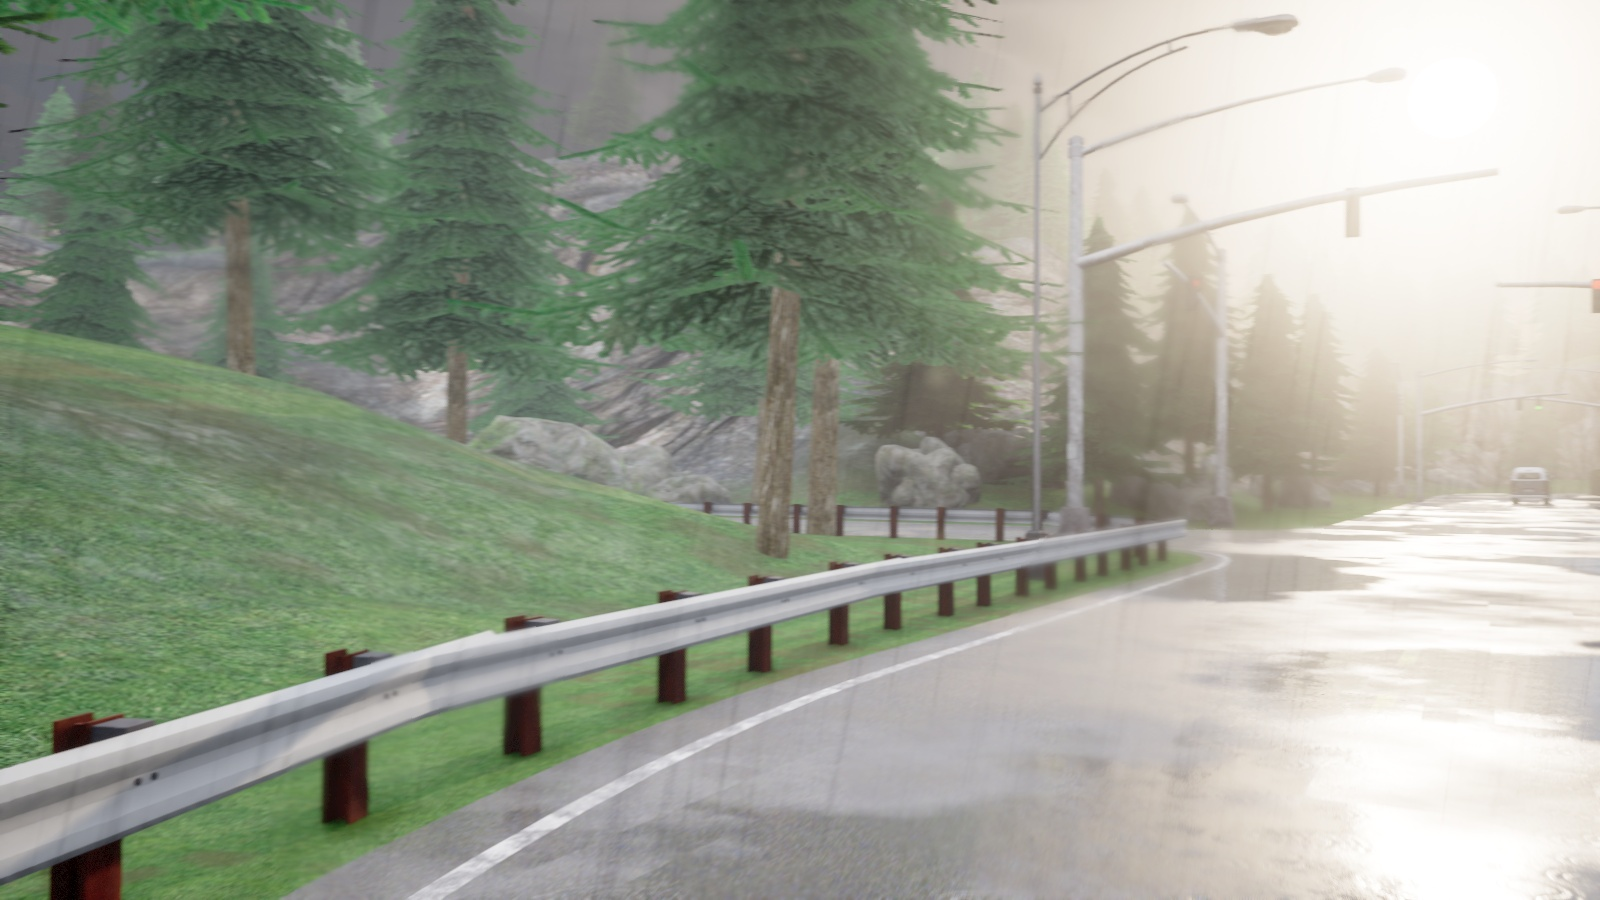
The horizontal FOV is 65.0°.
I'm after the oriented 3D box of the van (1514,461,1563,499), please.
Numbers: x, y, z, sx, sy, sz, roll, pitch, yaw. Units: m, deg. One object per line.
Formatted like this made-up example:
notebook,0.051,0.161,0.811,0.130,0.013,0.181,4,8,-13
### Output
van,40.735,1.651,69.221,2.069,2.038,4.480,-2,-2,33
